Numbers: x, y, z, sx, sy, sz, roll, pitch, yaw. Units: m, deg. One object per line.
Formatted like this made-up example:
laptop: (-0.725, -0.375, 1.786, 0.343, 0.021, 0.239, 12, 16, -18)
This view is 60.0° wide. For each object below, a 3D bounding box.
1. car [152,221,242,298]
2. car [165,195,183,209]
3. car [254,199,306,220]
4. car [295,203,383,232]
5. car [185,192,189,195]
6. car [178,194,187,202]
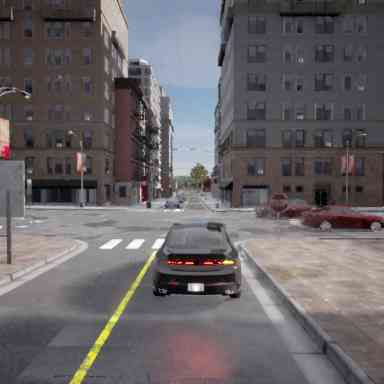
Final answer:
car: (0.160, 1.501, 8.524, 1.837, 1.490, 4.892, 0, 0, 2)
car: (-2.536, 1.494, 44.352, 1.812, 1.442, 4.674, 0, 0, 1)
car: (7.529, 1.356, 27.569, 4.553, 1.767, 2.097, 0, 1, 0)
car: (9.485, 1.651, 20.994, 5.008, 1.535, 1.882, 0, 1, 0)
car: (-2.395, 1.240, 74.069, 2.097, 1.767, 4.553, 0, 0, 0)
car: (-2.491, 1.487, 58.460, 2.033, 1.411, 5.357, 0, 0, 0)
